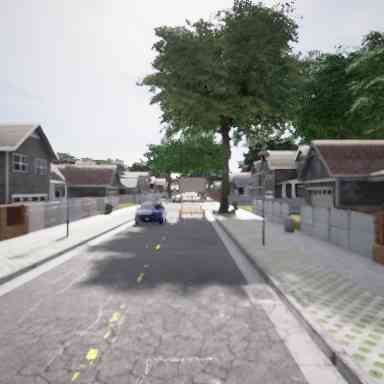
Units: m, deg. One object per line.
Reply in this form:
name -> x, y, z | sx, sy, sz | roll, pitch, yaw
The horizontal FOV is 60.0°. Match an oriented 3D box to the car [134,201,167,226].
car -> -2.840, 1.446, 23.618 | 1.882, 1.535, 5.008 | 0, 0, 0

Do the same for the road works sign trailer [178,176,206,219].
road works sign trailer -> 0.016, 0.424, 28.507 | 2.380, 3.560, 2.880 | 0, 0, 0

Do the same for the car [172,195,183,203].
car -> -2.744, 1.360, 64.220 | 2.128, 1.511, 4.902 | 0, 0, 0
